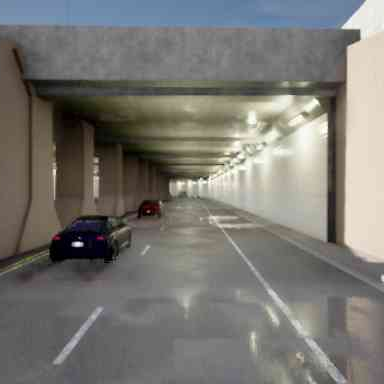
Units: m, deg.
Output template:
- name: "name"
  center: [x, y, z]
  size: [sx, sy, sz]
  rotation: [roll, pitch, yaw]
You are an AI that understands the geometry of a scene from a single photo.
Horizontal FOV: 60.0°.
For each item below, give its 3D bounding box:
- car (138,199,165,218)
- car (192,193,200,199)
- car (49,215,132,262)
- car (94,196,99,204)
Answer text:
- name: "car"
  center: [-3.397, 1.361, 28.467]
  size: [1.882, 1.535, 5.008]
  rotation: [0, 0, 0]
- name: "car"
  center: [1.127, 1.141, 93.816]
  size: [1.812, 1.442, 4.674]
  rotation: [0, 0, -3]
- name: "car"
  center: [-3.399, 1.515, 11.902]
  size: [1.994, 1.385, 4.181]
  rotation: [0, 0, 0]
- name: "car"
  center: [-14.058, 1.351, 51.909]
  size: [1.994, 1.385, 4.181]
  rotation: [0, 0, 0]
